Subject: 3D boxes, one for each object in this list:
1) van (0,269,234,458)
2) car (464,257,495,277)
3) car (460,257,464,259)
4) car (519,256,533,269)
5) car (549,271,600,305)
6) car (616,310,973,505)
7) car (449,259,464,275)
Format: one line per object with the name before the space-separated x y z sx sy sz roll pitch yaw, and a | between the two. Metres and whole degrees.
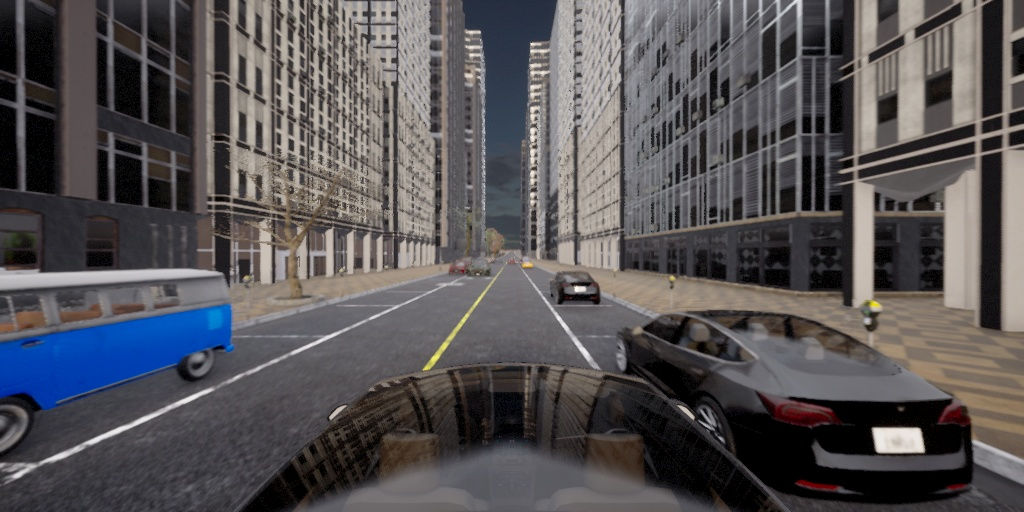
van | -5.690 1.090 4.576 1.690 1.789 3.998 0 0 0
car | -3.089 1.088 34.805 2.097 1.767 4.553 0 0 0
car | -5.686 1.041 44.465 2.192 1.841 5.009 0 0 0
car | 2.356 1.168 56.278 1.801 1.575 5.366 0 0 0
car | 2.691 1.312 15.968 1.948 1.339 4.313 0 0 0
car | 2.690 1.315 4.572 1.948 1.339 4.313 0 0 0
car | -5.687 1.277 38.766 1.888 1.381 4.507 0 0 0
